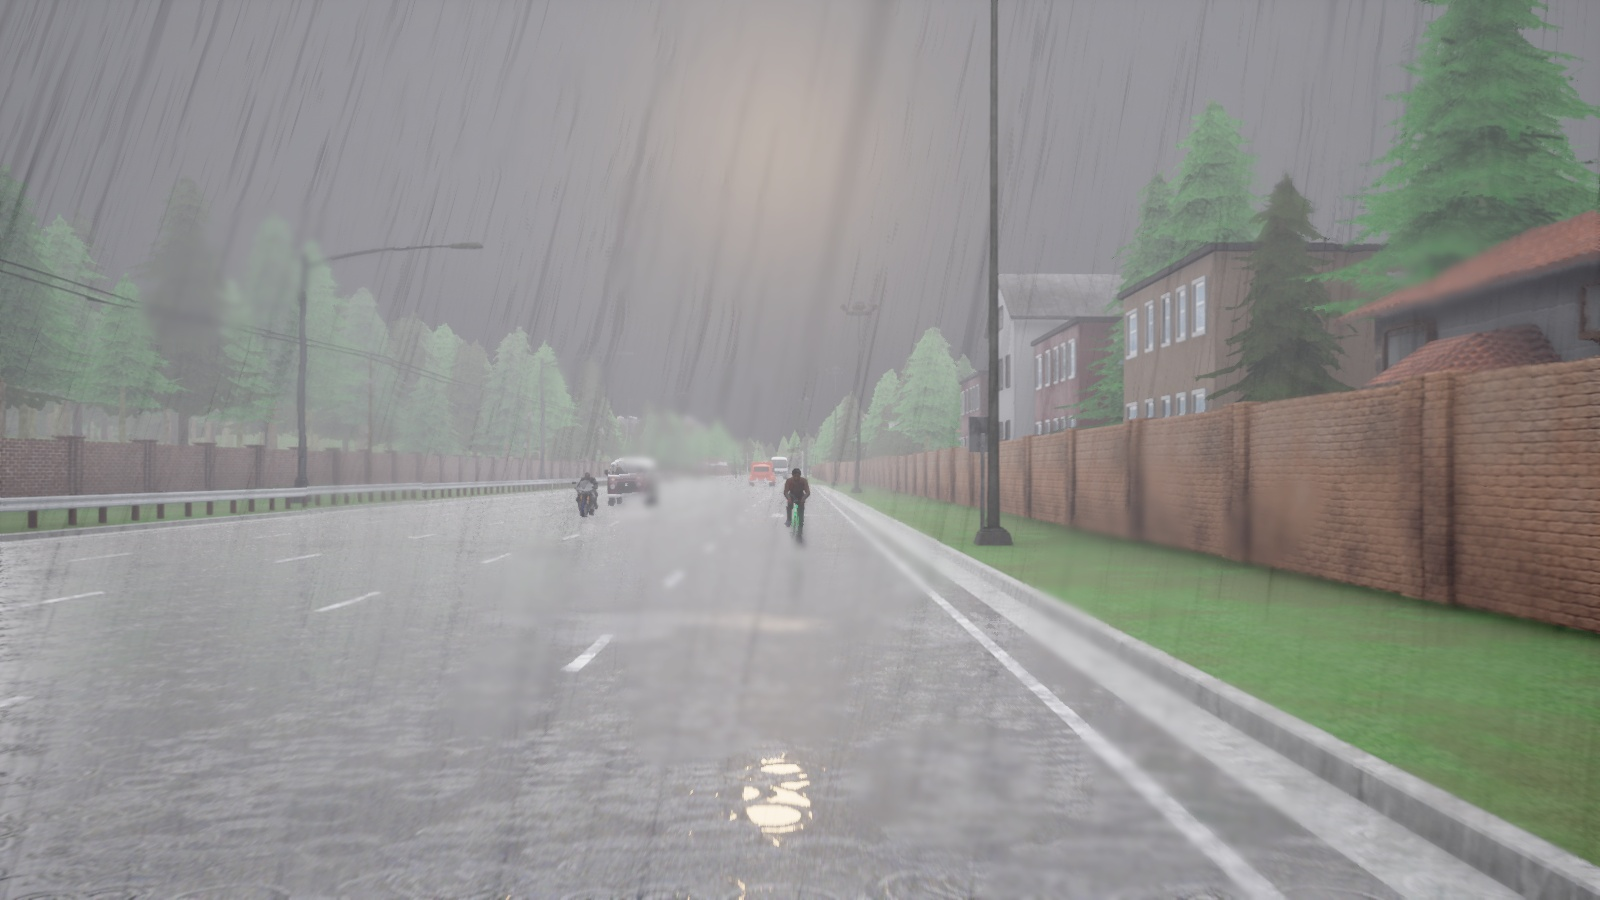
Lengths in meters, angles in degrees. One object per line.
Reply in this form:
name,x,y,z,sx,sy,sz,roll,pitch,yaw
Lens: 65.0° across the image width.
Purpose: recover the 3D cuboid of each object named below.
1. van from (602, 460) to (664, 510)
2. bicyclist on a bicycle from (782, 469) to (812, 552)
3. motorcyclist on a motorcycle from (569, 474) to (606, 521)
van,-7.133,1.471,54.041,2.069,2.038,4.480,0,-1,0
bicyclist on a bicycle,-0.063,1.192,25.348,0.582,1.620,1.656,0,-1,0
motorcyclist on a motorcycle,-7.103,1.582,42.075,0.866,1.530,2.191,0,-1,0
